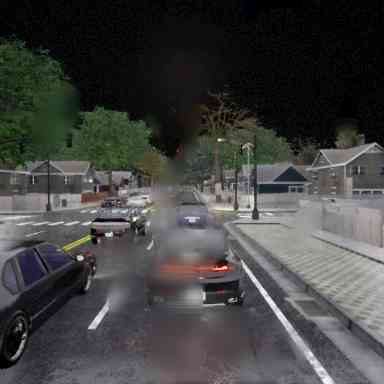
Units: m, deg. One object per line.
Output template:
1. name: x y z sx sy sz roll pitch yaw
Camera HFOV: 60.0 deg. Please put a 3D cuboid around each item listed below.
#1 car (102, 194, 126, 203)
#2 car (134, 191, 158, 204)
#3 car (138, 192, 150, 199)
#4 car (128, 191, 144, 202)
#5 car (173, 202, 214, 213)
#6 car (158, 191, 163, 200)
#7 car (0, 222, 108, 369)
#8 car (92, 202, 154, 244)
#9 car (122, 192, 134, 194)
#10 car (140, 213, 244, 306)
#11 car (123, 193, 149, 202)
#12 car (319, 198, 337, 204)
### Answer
1. car: -10.087 1.280 42.109 1.994 1.385 4.181 0 1 0
2. car: -6.879 0.850 50.707 2.150 2.045 5.566 0 1 0
3. car: -10.161 0.777 71.252 1.994 1.385 4.181 0 1 0
4. car: -10.165 0.816 60.763 2.097 1.767 4.553 0 1 0
5. car: 0.073 1.289 17.052 2.097 1.767 4.553 0 0 2
6. car: -6.909 0.701 66.042 2.097 1.767 4.553 0 1 0
7. car: -3.172 1.539 5.642 2.033 1.411 5.357 0 0 0
8. car: -3.235 1.439 15.396 2.128 1.511 4.902 0 0 0
9. car: -10.129 0.979 50.796 2.097 1.767 4.553 0 1 0
10. car: 0.063 1.489 7.987 1.837 1.490 4.892 0 0 0
11. car: -6.822 1.252 41.030 1.812 1.442 4.674 0 1 0
12. car: 12.417 1.267 30.852 4.674 1.442 1.812 0 1 -3
